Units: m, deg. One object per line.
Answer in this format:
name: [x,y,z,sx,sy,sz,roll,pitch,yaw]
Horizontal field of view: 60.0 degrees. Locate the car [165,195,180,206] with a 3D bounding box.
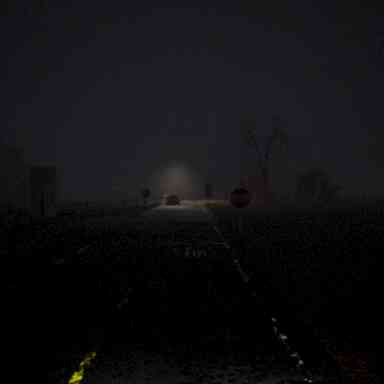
car: [-2.740,1.190,47.984,1.882,1.535,5.008,0,2,0]
